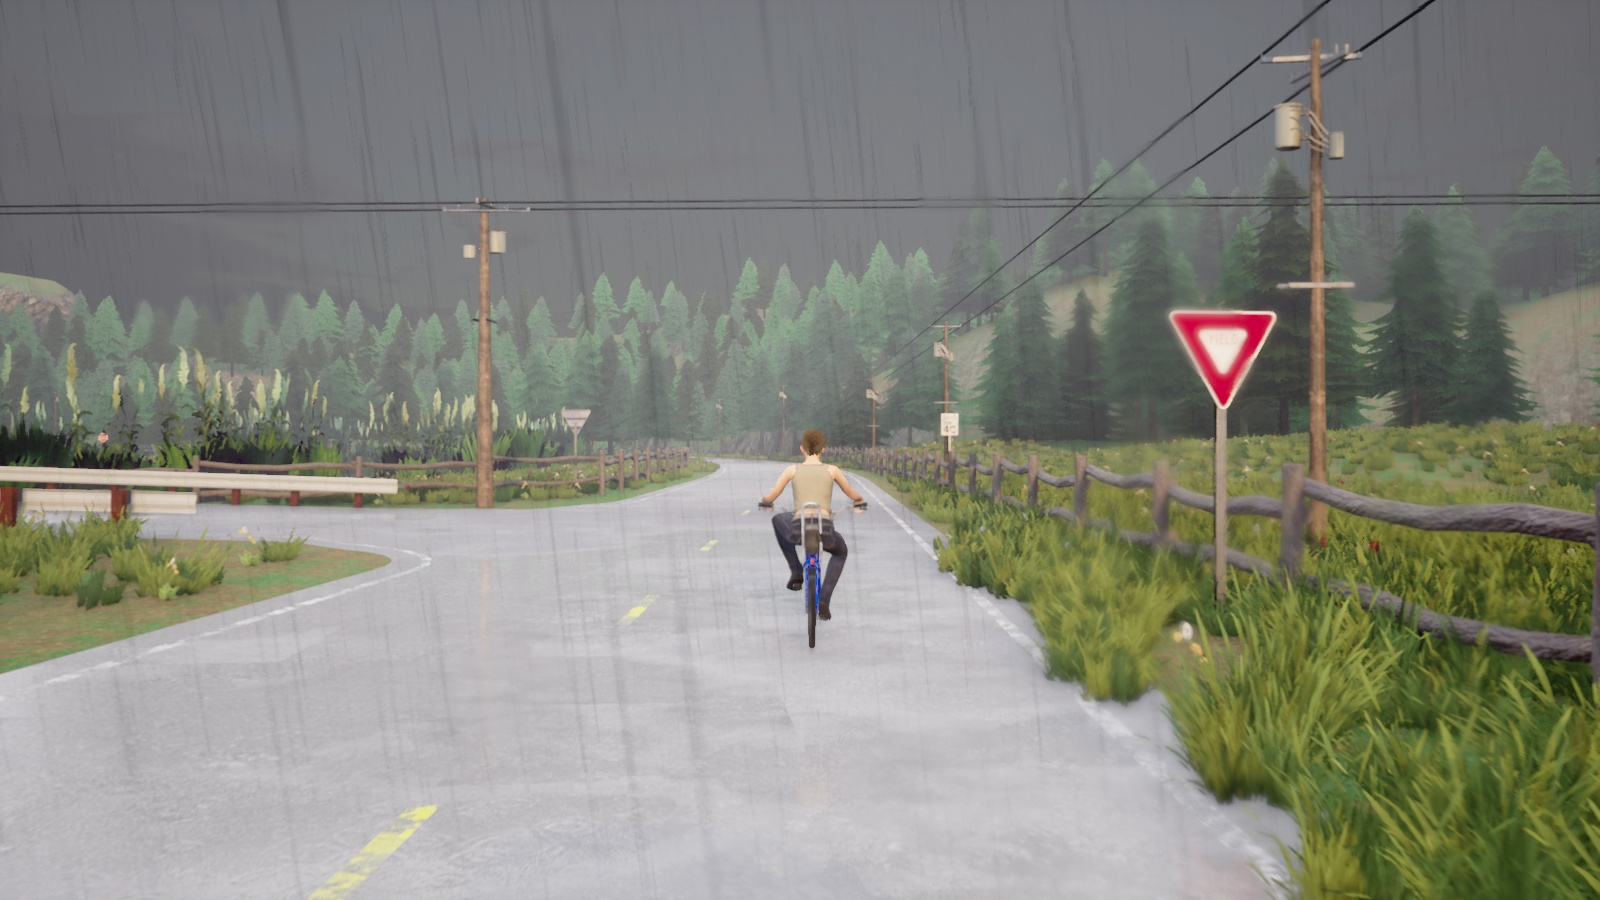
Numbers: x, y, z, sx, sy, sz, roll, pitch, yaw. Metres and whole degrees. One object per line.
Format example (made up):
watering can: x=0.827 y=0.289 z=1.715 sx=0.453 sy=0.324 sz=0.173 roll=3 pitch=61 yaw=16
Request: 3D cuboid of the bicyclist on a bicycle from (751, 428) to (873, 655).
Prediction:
bicyclist on a bicycle: x=0.097 y=0.645 z=9.681 sx=0.866 sy=1.612 sz=1.509 roll=0 pitch=0 yaw=1
